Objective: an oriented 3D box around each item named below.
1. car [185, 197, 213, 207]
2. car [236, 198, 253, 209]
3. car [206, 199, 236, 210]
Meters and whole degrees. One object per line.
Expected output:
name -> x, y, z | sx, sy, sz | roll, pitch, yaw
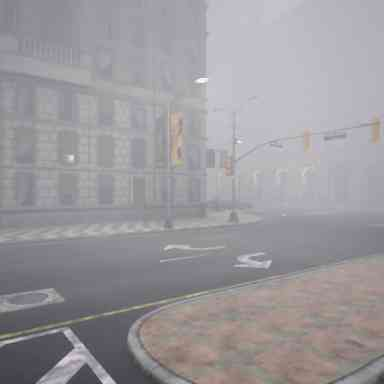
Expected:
car -> 1.095, 1.503, 51.943 | 1.837, 1.490, 4.892 | 0, 0, -35
car -> 6.185, 1.562, 44.784 | 1.994, 1.385, 4.181 | 0, 0, -36
car -> 3.243, 1.563, 42.879 | 1.994, 1.385, 4.181 | 0, 0, -36
